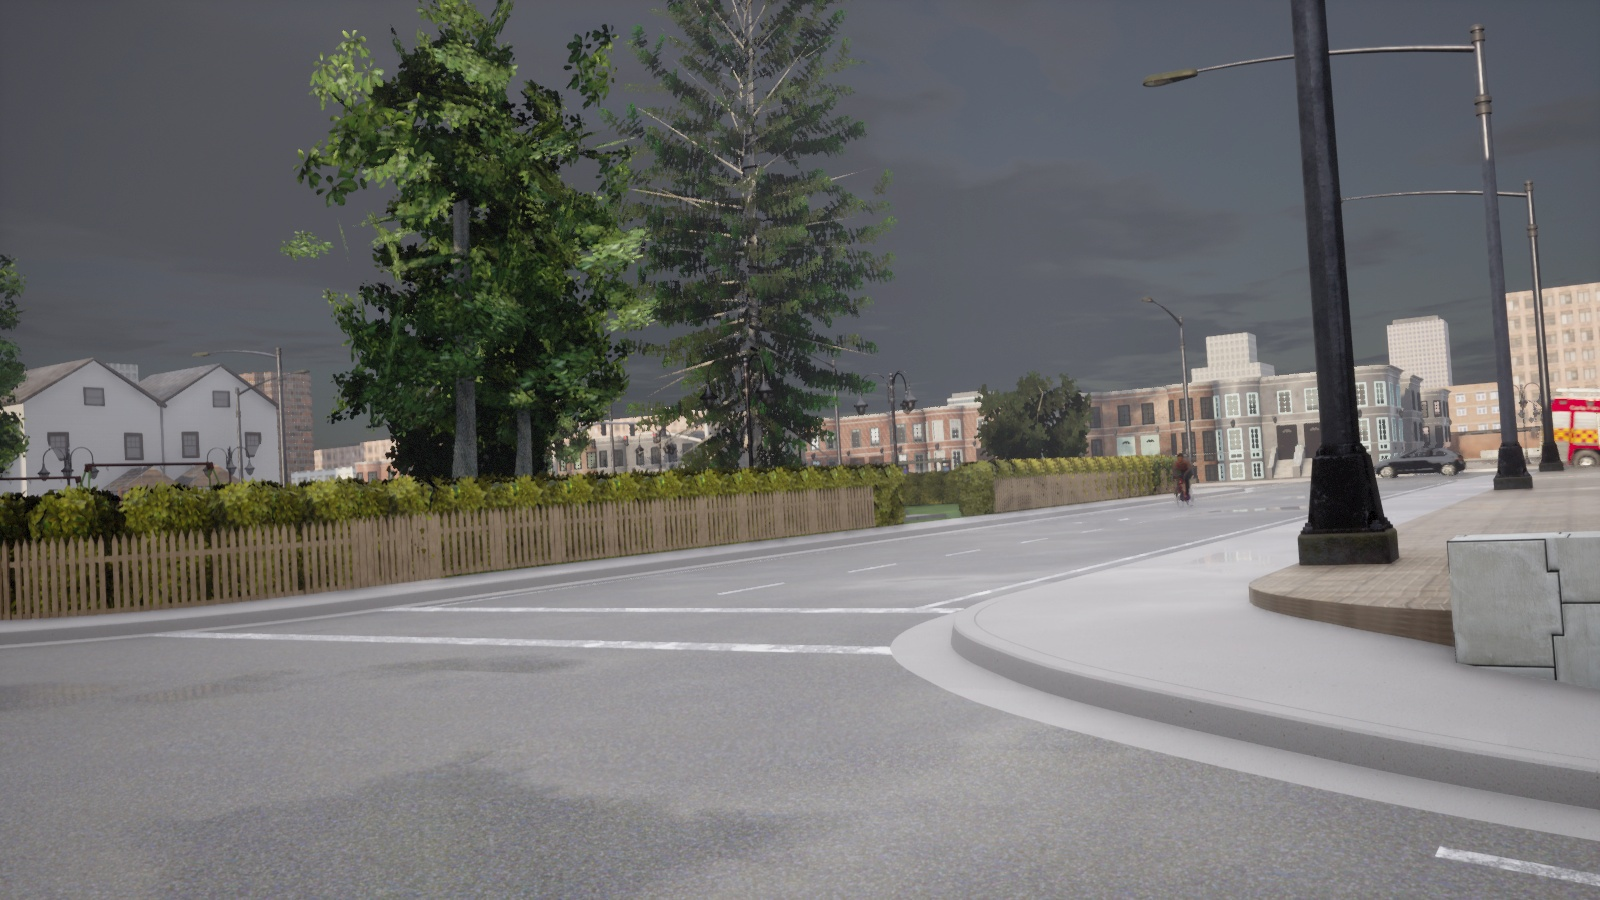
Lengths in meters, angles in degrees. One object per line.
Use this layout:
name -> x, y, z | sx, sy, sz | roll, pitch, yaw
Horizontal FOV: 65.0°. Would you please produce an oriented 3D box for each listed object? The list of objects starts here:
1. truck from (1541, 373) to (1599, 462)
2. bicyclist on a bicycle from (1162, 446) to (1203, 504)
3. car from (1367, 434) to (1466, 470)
truck -> 37.238, -1.362, 54.531 | 8.468, 3.827, 2.891 | 2, 2, 32
bicyclist on a bicycle -> 11.334, 0.715, 37.153 | 0.582, 1.620, 1.656 | -6, -2, 33
car -> 30.825, 0.101, 62.803 | 4.193, 1.474, 1.816 | -5, -1, 33
